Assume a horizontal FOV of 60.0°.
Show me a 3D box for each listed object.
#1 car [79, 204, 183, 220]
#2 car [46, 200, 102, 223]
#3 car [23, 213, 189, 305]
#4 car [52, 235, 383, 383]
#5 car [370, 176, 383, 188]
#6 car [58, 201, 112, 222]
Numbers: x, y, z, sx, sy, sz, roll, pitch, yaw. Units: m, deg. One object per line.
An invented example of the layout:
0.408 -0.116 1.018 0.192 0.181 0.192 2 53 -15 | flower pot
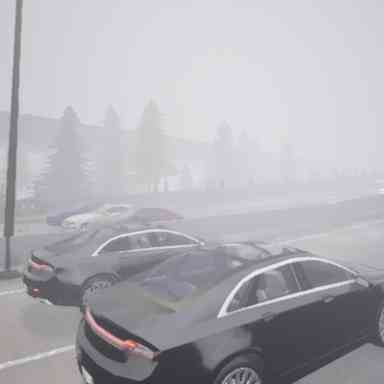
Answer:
-2.403 1.384 15.177 4.674 1.442 1.812 -2 1 -35 | car
-6.460 1.335 20.881 5.008 1.535 1.882 -2 1 -35 | car
-0.990 1.441 7.345 4.902 1.511 2.128 -1 1 -35 | car
1.012 1.442 4.474 4.902 1.511 2.128 -1 1 -35 | car
25.003 -1.315 43.308 4.674 1.442 1.812 -5 3 -35 | car
-4.430 1.384 18.030 4.674 1.442 1.812 -2 1 -35 | car
